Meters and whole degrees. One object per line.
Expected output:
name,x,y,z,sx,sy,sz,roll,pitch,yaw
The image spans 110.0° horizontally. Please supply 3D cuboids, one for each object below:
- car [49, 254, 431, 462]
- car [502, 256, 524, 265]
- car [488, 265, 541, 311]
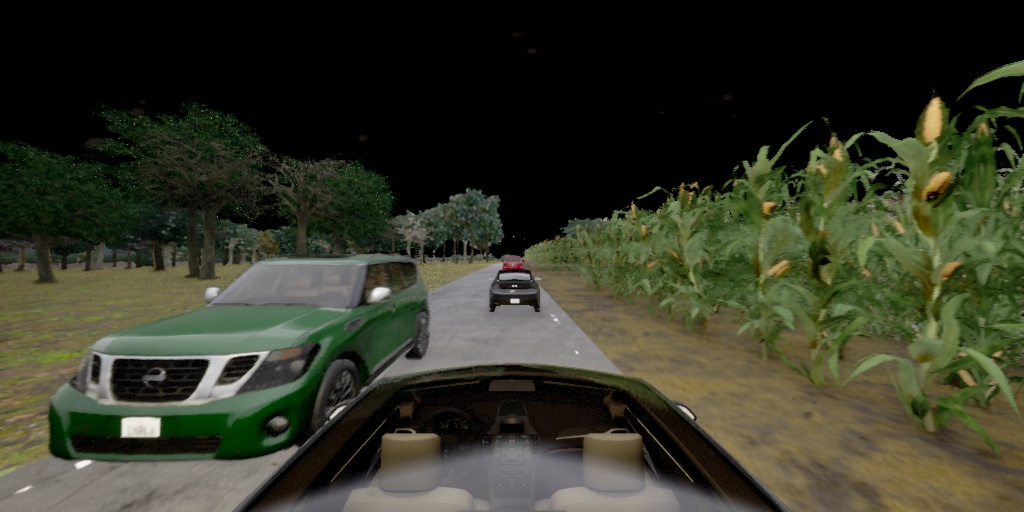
car,-2.813,0.976,5.507,2.150,2.045,5.566,0,0,1
car,0.100,1.008,38.482,2.150,2.045,5.566,0,0,0
car,0.100,1.263,14.435,1.837,1.490,4.892,0,0,0
